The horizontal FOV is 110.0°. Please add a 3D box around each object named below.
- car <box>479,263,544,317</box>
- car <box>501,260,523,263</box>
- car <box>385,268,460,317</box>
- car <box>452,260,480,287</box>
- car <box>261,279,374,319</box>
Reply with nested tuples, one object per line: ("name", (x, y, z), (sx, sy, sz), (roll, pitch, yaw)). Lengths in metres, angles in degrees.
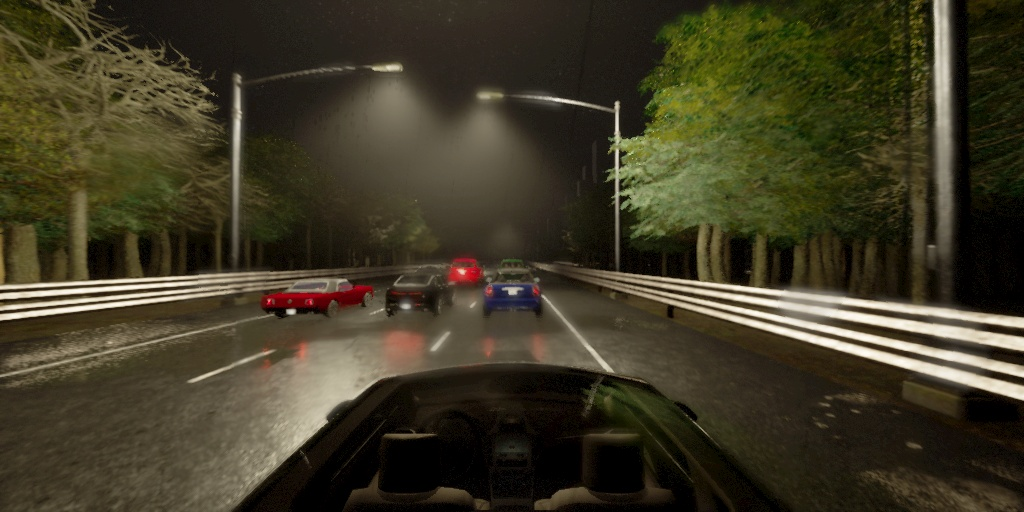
("car", (0.050, 1.268, 14.082), (2.097, 1.767, 4.553), (0, -1, 0))
("car", (0.044, 1.320, 28.047), (2.150, 2.045, 5.566), (0, 0, 1))
("car", (-3.449, 1.424, 14.178), (1.837, 1.490, 4.892), (0, 0, 0))
("car", (-3.456, 1.320, 28.033), (2.150, 2.045, 5.566), (0, 0, 1))
("car", (-6.955, 1.511, 13.551), (1.895, 1.301, 4.718), (0, -1, 1))
